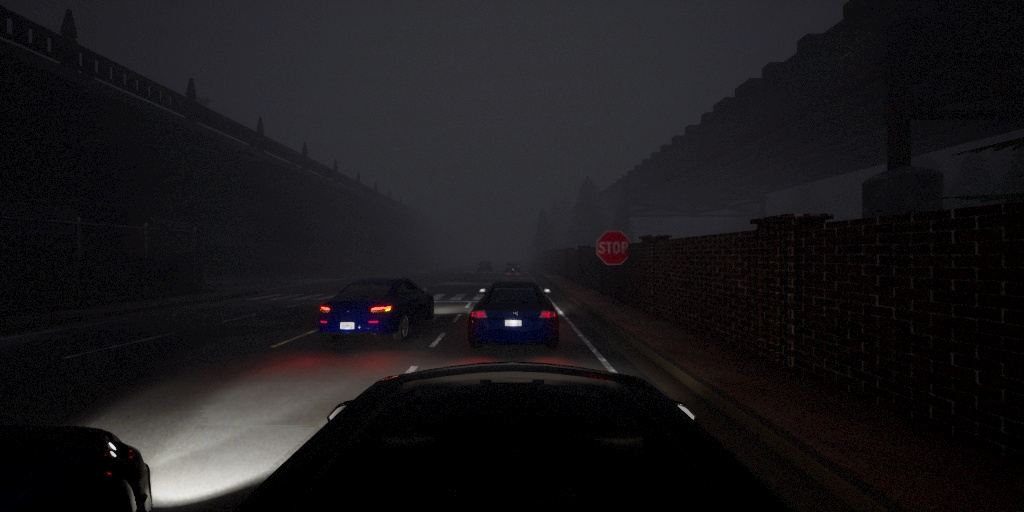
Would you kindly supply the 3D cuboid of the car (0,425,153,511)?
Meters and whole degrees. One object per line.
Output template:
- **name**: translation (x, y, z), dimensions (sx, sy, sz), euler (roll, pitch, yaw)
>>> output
- **car**: translation (-3.398, 1.314, 0.623), dimensions (1.994, 1.385, 4.181), euler (0, 0, 0)

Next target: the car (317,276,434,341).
- **car**: translation (-3.413, 1.276, 9.719), dimensions (1.812, 1.442, 4.674), euler (0, 0, 0)

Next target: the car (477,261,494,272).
- **car**: translation (-3.401, 1.297, 45.854), dimensions (2.033, 1.411, 5.357), euler (0, 0, -1)

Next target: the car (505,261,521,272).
- **car**: translation (0.094, 1.351, 46.016), dimensions (1.895, 1.301, 4.718), euler (0, 0, -1)

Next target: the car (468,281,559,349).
- **car**: translation (0.069, 1.314, 9.197), dimensions (1.994, 1.385, 4.181), euler (0, 0, 1)
